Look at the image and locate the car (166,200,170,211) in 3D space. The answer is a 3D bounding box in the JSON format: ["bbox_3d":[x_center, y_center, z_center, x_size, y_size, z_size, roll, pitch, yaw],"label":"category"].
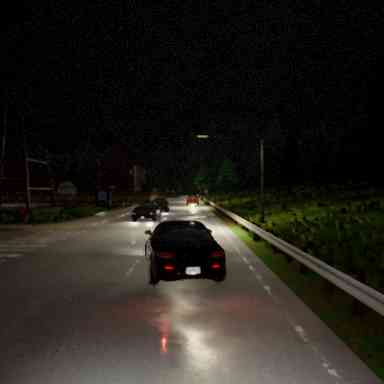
[{"bbox_3d":[-3.552,1.469,37.431,1.812,1.442,4.674,0,0,0],"label":"car"}]

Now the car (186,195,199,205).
[{"bbox_3d":[0.102,1.267,58.036,2.097,1.767,4.553,0,1,0],"label":"car"}]

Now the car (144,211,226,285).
[{"bbox_3d":[-0.333,1.511,9.406,1.812,1.442,4.674,0,0,-9],"label":"car"}]

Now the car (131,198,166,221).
[{"bbox_3d":[-3.616,1.506,27.314,2.033,1.411,5.357,0,0,1],"label":"car"}]
